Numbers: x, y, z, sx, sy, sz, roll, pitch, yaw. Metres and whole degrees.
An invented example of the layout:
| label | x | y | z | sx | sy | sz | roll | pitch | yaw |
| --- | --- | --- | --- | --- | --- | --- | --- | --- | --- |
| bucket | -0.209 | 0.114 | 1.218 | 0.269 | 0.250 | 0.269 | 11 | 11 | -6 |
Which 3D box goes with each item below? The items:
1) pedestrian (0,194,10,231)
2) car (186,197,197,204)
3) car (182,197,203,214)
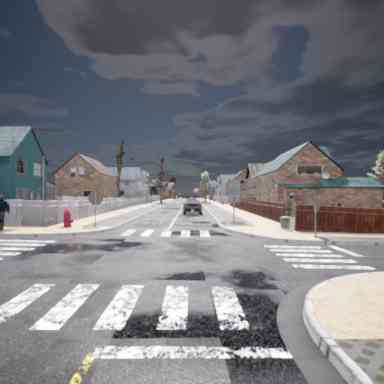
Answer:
| label | x | y | z | sx | sy | sz | roll | pitch | yaw |
| --- | --- | --- | --- | --- | --- | --- | --- | --- | --- |
| pedestrian | -9.651 | 1.029 | 16.876 | 0.375 | 1.860 | 0.375 | 0 | -2 | 0 |
| car | -0.090 | 1.709 | 65.931 | 1.994 | 1.385 | 4.181 | 0 | 0 | 0 |
| car | 0.051 | 1.545 | 35.249 | 1.837 | 1.490 | 4.892 | 0 | 0 | 0 |
